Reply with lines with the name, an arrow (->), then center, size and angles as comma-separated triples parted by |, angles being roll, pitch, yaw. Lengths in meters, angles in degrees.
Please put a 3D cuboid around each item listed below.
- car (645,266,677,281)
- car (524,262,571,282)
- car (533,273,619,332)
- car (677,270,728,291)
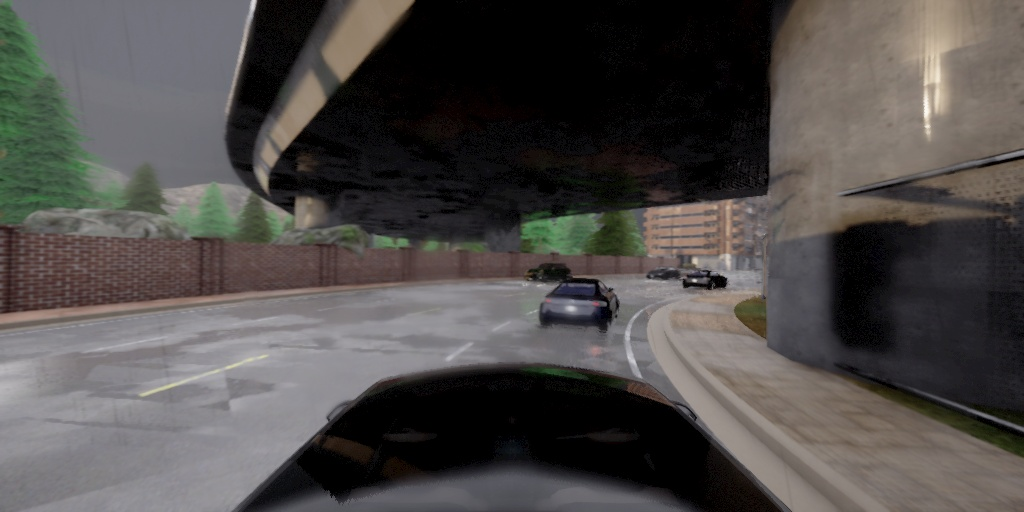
car -> 15.774, 1.783, 37.278 | 4.674, 1.442, 1.812 | 1, 0, -40
car -> 3.121, 1.343, 30.775 | 4.553, 1.767, 2.097 | 1, 0, -44
car -> 2.273, 1.415, 11.504 | 1.994, 1.385, 4.181 | 1, 0, 20
car -> 14.268, 1.725, 26.405 | 4.181, 1.385, 1.994 | 1, -1, -42
